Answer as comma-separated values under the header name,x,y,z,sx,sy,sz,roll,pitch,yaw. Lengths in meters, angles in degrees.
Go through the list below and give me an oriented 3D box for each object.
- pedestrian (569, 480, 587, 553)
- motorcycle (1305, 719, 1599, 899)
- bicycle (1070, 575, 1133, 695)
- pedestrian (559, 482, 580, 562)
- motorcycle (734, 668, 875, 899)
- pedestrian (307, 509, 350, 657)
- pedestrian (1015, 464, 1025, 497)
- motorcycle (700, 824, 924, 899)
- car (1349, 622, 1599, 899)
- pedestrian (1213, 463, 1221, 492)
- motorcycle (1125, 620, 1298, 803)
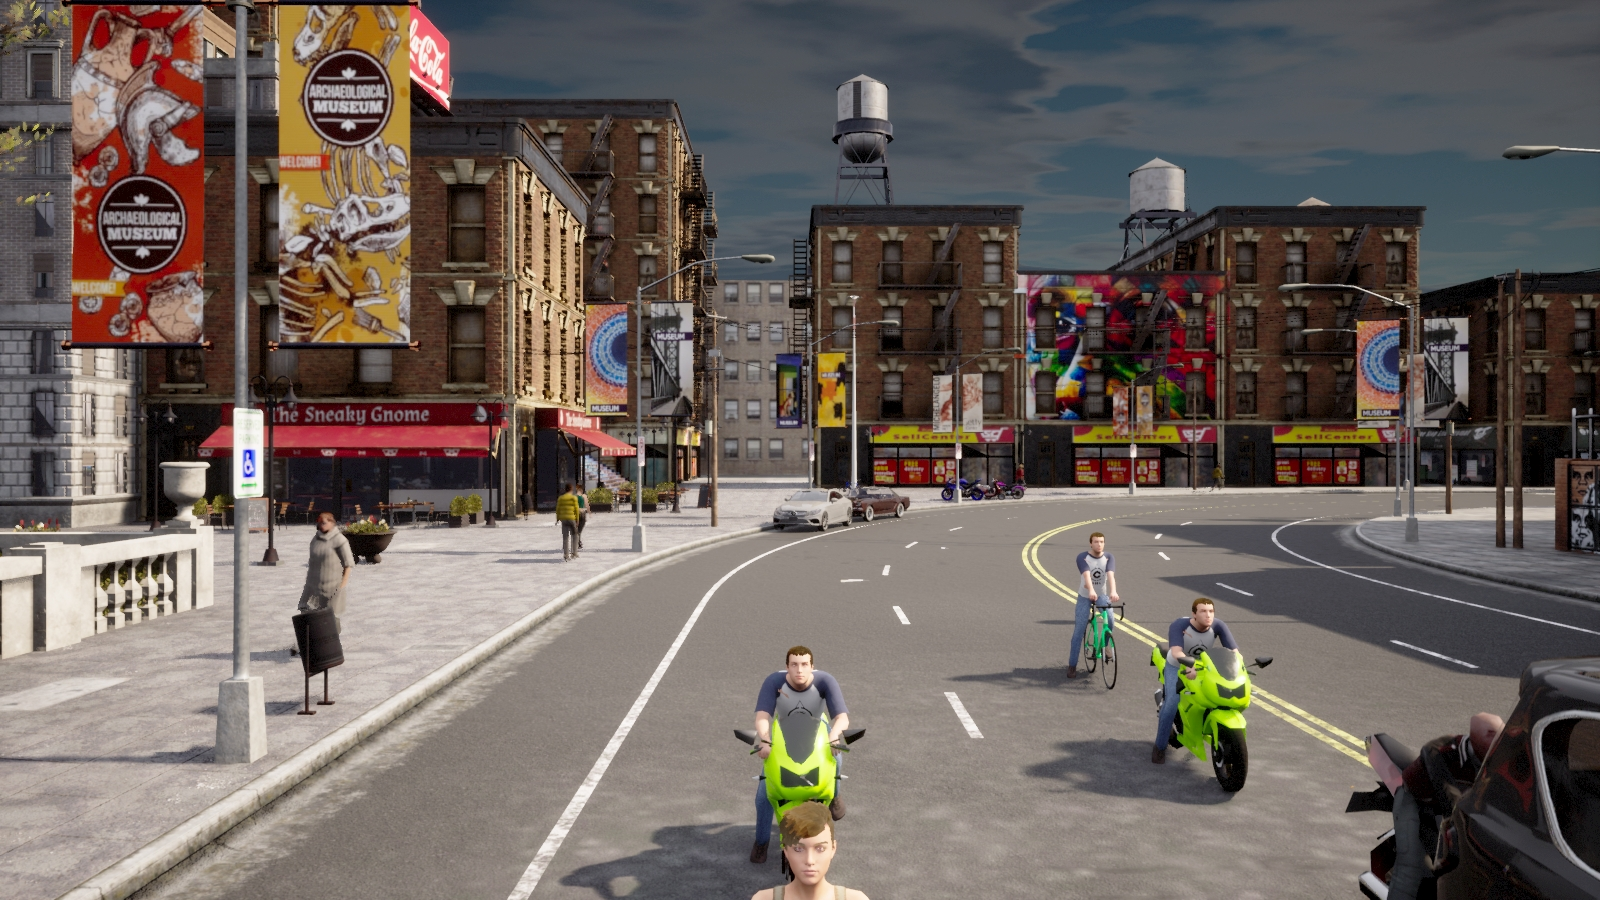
name,x,y,z,sx,sy,sz,roll,pitch,yaw
pedestrian,-5.758,1.710,29.607,0.375,1.860,0.375,0,0,5
motorcycle,3.502,2.238,5.850,0.867,1.251,2.209,1,-2,0
bicycle,3.650,2.212,13.929,0.373,1.196,1.643,0,0,1
pedestrian,-5.479,1.707,27.203,0.375,1.860,0.375,0,0,13
motorcycle,0.030,2.215,7.575,0.803,1.145,2.033,0,0,0
pedestrian,-6.083,1.702,14.739,0.375,1.860,0.375,0,0,9
pedestrian,12.560,1.723,65.237,0.375,1.860,0.375,0,0,-34
motorcycle,0.039,2.172,3.492,0.764,1.277,2.356,0,0,0
car,3.469,1.781,2.202,2.150,2.045,5.566,0,0,0
pedestrian,26.225,1.723,71.860,0.375,1.860,0.375,0,0,-18
motorcycle,3.536,2.217,10.038,0.803,1.145,2.033,0,0,0
